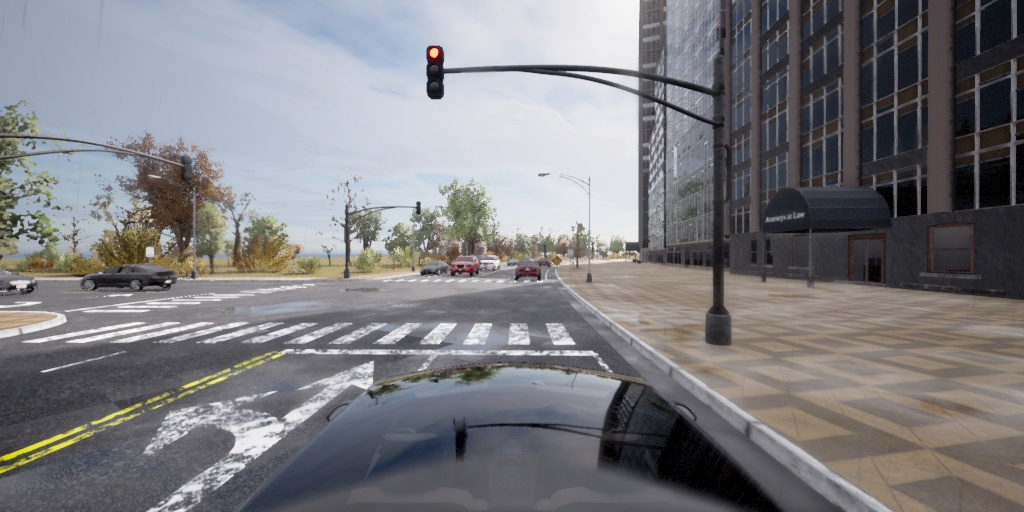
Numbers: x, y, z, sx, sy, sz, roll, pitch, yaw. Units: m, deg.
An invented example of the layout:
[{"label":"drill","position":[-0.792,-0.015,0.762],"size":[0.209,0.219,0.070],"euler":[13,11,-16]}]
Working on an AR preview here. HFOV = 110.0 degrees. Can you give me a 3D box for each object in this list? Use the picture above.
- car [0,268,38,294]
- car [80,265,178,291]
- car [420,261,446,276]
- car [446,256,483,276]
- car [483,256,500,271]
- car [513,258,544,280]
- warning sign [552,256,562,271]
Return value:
[{"label":"car","position":[-27.545,1.303,18.473],"size":[4.902,1.511,2.128],"euler":[0,0,3]},{"label":"car","position":[-23.066,1.293,21.664],"size":[4.892,1.490,1.837],"euler":[0,0,3]},{"label":"car","position":[-7.944,1.247,37.063],"size":[1.837,1.490,4.892],"euler":[0,1,6]},{"label":"car","position":[-4.751,0.970,36.782],"size":[2.150,2.045,5.566],"euler":[0,0,4]},{"label":"car","position":[-3.126,0.968,50.242],"size":[2.150,2.045,5.566],"euler":[0,1,8]},{"label":"car","position":[1.502,1.102,31.502],"size":[2.097,1.767,4.553],"euler":[0,0,5]},{"label":"warning sign","position":[5.544,0.869,43.990],"size":[1.300,1.860,1.060],"euler":[0,0,7]}]
